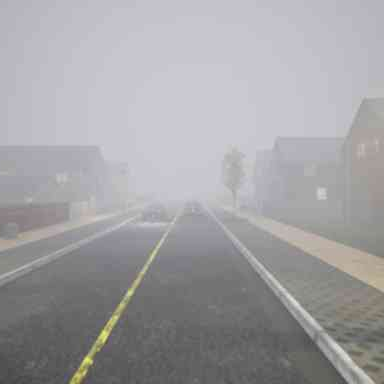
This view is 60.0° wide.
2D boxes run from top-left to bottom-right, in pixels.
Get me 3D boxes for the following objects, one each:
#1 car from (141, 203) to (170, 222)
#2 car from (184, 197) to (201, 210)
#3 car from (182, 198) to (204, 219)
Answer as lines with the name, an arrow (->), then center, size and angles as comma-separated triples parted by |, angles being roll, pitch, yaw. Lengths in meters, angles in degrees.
car -> -2.816, 1.561, 26.380 | 1.994, 1.385, 4.181 | 0, 0, 0
car -> 0.062, 1.482, 44.675 | 2.128, 1.511, 4.902 | 0, 0, 0
car -> 0.094, 1.544, 29.025 | 2.033, 1.411, 5.357 | 0, 0, 0
